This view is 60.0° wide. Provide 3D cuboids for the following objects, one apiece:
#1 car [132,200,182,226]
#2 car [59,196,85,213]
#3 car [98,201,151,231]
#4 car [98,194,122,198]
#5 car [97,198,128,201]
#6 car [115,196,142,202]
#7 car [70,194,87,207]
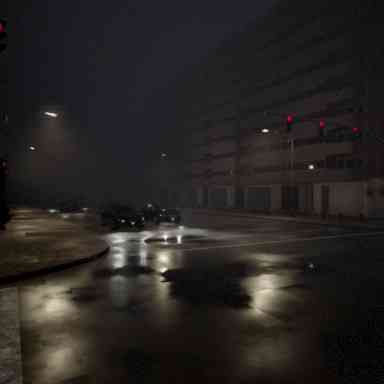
[{"bbox_3d":[-2.486,1.593,24.812,2.128,1.511,4.902,1,0,-29],"label":"car"},{"bbox_3d":[-14.249,1.601,38.793,1.882,1.535,5.008,1,0,-29],"label":"car"},{"bbox_3d":[-4.592,1.572,21.397,1.837,1.490,4.892,1,0,-29],"label":"car"},{"bbox_3d":[-15.439,1.491,62.748,2.150,2.045,5.566,1,0,-29],"label":"car"},{"bbox_3d":[-8.923,1.701,36.403,1.994,1.385,4.181,1,0,-29],"label":"car"},{"bbox_3d":[-10.444,1.789,53.855,2.033,1.411,5.357,1,0,-28],"label":"car"},{"bbox_3d":[-18.753,1.404,54.300,2.150,2.045,5.566,1,-1,-29],"label":"car"}]
